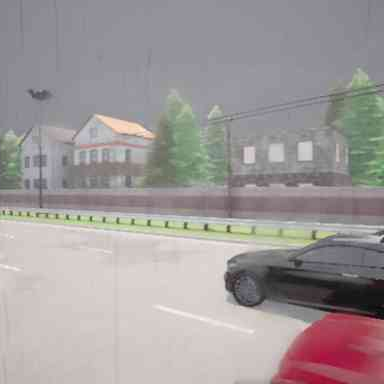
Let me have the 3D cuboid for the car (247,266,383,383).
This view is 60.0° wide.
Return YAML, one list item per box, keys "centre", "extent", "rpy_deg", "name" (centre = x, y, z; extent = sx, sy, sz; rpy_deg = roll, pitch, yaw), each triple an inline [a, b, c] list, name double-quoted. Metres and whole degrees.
- centre: [2.846, 1.601, 1.962]
  extent: [4.718, 1.301, 1.895]
  rpy_deg: [0, 0, 36]
  name: "car"

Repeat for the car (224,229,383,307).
- centre: [2.844, 1.525, 6.248]
  extent: [4.674, 1.442, 1.812]
  rpy_deg: [0, 0, 35]
  name: "car"
